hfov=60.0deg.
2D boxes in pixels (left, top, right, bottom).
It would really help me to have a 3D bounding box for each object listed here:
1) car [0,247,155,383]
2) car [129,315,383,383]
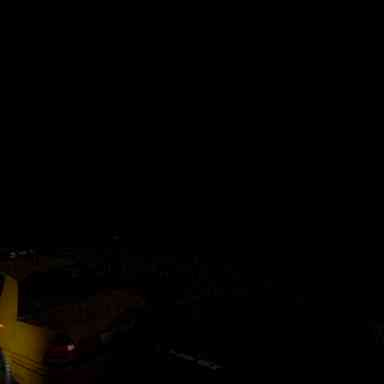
[{"bbox_3d":[-2.697,1.524,5.012,4.829,1.417,1.752,0,1,35],"label":"car"},{"bbox_3d":[1.990,1.551,1.672,4.403,1.369,2.008,0,1,35],"label":"car"}]
